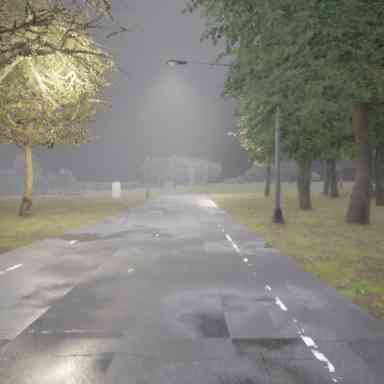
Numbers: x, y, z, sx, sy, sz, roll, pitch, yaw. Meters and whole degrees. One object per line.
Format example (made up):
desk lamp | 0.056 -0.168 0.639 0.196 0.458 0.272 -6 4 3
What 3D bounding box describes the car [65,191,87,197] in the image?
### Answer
car | -27.800 0.445 79.635 4.902 1.511 2.128 -1 -1 0
